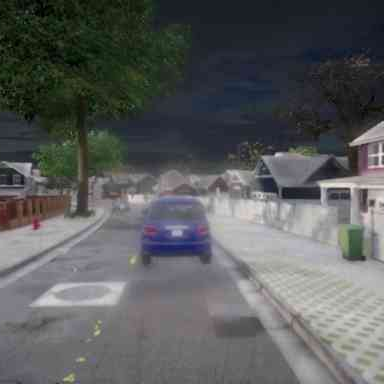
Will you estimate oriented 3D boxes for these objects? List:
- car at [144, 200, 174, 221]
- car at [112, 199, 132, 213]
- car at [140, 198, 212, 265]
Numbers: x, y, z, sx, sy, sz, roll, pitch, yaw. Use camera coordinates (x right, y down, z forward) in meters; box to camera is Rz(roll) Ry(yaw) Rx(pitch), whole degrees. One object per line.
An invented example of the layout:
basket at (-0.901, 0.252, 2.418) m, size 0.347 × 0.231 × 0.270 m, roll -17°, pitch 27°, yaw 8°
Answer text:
car at (-2.866, 1.486, 27.943) m, size 2.128 × 1.511 × 4.902 m, roll 0°, pitch 0°, yaw -11°
car at (-7.998, 1.518, 37.910) m, size 2.128 × 1.511 × 4.902 m, roll 0°, pitch 0°, yaw -13°
car at (-0.620, 1.217, 11.864) m, size 2.150 × 2.045 × 5.566 m, roll 0°, pitch 0°, yaw -5°
